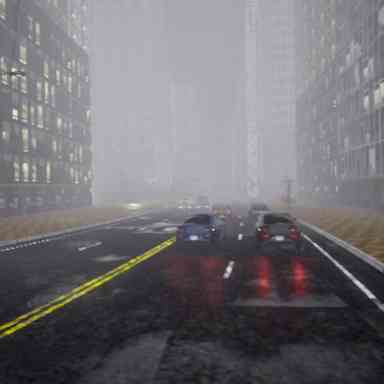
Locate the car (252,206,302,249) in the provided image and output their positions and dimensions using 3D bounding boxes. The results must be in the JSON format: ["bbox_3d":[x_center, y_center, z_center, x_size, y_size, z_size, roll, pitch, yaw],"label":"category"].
[{"bbox_3d":[3.682,1.559,14.690,1.812,1.442,4.674,-1,0,10],"label":"car"}]

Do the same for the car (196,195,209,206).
[{"bbox_3d":[2.022,1.574,63.734,2.150,2.045,5.566,-1,0,5],"label":"car"}]

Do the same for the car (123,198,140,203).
[{"bbox_3d":[-15.853,2.252,86.609,4.313,1.339,1.947,-1,0,5],"label":"car"}]

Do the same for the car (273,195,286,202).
[{"bbox_3d":[22.934,1.601,83.335,5.009,1.841,2.192,-1,0,5],"label":"car"}]

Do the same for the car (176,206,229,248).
[{"bbox_3d":[0.485,1.617,15.274,1.812,1.442,4.674,-1,0,10],"label":"car"}]

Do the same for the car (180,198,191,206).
[{"bbox_3d":[-1.220,1.891,64.013,1.882,1.535,5.008,-1,0,5],"label":"car"}]

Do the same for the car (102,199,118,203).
[{"bbox_3d":[-21.513,2.326,87.143,4.206,1.307,1.802,-1,0,5],"label":"car"}]

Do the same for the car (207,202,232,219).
[{"bbox_3d":[2.682,1.744,29.936,1.895,1.301,4.718,-1,0,7],"label":"car"}]

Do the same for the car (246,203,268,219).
[{"bbox_3d":[5.928,1.647,29.733,1.994,1.385,4.181,-1,0,7],"label":"car"}]
